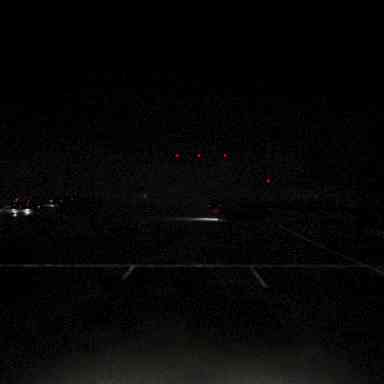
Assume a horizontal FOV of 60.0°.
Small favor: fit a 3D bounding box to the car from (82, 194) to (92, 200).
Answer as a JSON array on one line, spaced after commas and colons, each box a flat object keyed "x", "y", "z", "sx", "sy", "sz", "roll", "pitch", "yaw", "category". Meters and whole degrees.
[{"x": -25.795, "y": 1.187, "z": 81.689, "sx": 1.812, "sy": 1.442, "sz": 4.674, "roll": 0, "pitch": 0, "yaw": -10, "category": "car"}]

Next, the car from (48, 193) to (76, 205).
[{"x": -21.135, "y": 1.289, "z": 54.203, "sx": 1.837, "sy": 1.490, "sz": 4.892, "roll": 0, "pitch": 0, "yaw": 0, "category": "car"}]

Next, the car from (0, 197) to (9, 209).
[{"x": -24.631, "y": 1.359, "z": 42.936, "sx": 1.812, "sy": 1.442, "sz": 4.674, "roll": 0, "pitch": 0, "yaw": 0, "category": "car"}]

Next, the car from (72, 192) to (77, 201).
[{"x": -24.569, "y": 1.202, "z": 67.794, "sx": 1.882, "sy": 1.535, "sz": 5.008, "roll": 0, "pitch": 0, "yaw": 0, "category": "car"}]

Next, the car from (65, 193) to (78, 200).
[{"x": -29.042, "y": 1.024, "z": 80.161, "sx": 2.097, "sy": 1.767, "sz": 4.553, "roll": 0, "pitch": 0, "yaw": -10, "category": "car"}]

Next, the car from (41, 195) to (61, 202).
[{"x": -28.069, "y": 1.325, "z": 66.407, "sx": 1.895, "sy": 1.301, "sz": 4.718, "roll": 0, "pitch": 0, "yaw": 0, "category": "car"}]

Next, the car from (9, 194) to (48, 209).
[{"x": -21.137, "y": 1.185, "z": 43.185, "sx": 2.097, "sy": 1.767, "sz": 4.553, "roll": 0, "pitch": 0, "yaw": 0, "category": "car"}]

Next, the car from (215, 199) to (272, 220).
[{"x": 4.183, "y": 1.476, "z": 26.536, "sx": 4.181, "sy": 1.385, "sz": 1.994, "roll": 0, "pitch": 0, "yaw": -1, "category": "car"}]

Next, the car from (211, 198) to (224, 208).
[{"x": 3.565, "y": 1.427, "z": 44.652, "sx": 1.895, "sy": 1.301, "sz": 4.718, "roll": 0, "pitch": 0, "yaw": 1, "category": "car"}]

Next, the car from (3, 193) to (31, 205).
[{"x": -28.125, "y": 1.138, "z": 53.732, "sx": 2.097, "sy": 1.767, "sz": 4.553, "roll": 0, "pitch": 0, "yaw": 0, "category": "car"}]

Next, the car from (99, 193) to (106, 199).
[{"x": -22.195, "y": 1.018, "z": 81.596, "sx": 2.097, "sy": 1.767, "sz": 4.553, "roll": 0, "pitch": 0, "yaw": -10, "category": "car"}]

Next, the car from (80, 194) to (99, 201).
[{"x": -21.066, "y": 1.321, "z": 67.347, "sx": 1.895, "sy": 1.301, "sz": 4.718, "roll": 0, "pitch": 0, "yaw": 0, "category": "car"}]

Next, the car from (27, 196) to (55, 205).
[{"x": -24.631, "y": 1.330, "z": 54.431, "sx": 2.033, "sy": 1.411, "sz": 5.357, "roll": 0, "pitch": 0, "yaw": 0, "category": "car"}]
